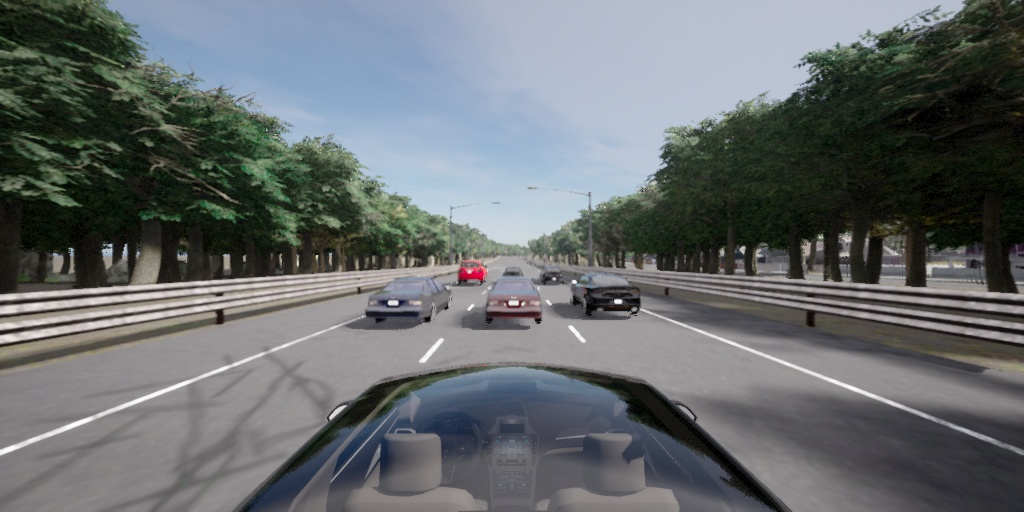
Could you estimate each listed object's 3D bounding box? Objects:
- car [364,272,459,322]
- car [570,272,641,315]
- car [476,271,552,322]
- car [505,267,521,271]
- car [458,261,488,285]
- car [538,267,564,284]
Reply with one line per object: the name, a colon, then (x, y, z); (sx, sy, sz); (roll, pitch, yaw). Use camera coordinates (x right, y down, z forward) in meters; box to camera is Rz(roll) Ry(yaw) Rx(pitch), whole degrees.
car: (-3.434, 1.446, 12.918); (2.033, 1.411, 5.357); (0, -1, 0)
car: (3.572, 1.401, 14.466); (1.882, 1.535, 5.008); (0, -1, 0)
car: (0.065, 1.446, 12.878); (2.033, 1.411, 5.357); (0, -1, 0)
car: (0.078, 1.736, 32.785); (1.837, 1.490, 4.892); (0, -1, 0)
car: (-3.422, 1.434, 31.680); (2.150, 2.045, 5.566); (0, -1, 0)
car: (3.578, 1.736, 32.776); (1.837, 1.490, 4.892); (0, -1, 0)
